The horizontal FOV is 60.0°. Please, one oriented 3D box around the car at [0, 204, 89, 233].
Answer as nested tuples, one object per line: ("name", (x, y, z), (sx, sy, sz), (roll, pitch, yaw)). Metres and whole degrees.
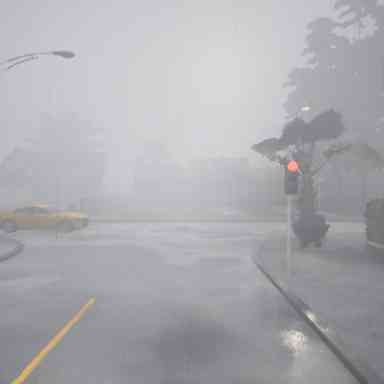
("car", (-8.387, 1.463, 18.790), (5.008, 1.535, 1.882), (0, 0, 0))
